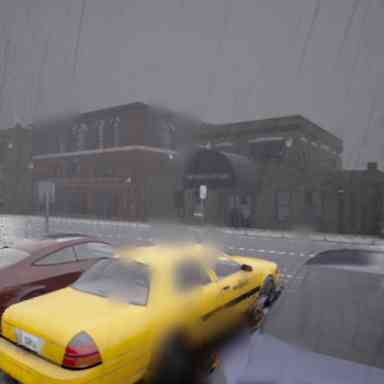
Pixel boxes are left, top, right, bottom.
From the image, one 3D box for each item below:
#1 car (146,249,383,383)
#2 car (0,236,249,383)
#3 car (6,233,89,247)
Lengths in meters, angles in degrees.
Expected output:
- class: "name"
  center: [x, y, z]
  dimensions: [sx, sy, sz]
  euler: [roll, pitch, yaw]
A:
- class: "car"
  center: [1.964, 1.514, 3.710]
  dimensions: [2.163, 1.488, 4.792]
  euler: [-1, 0, 36]
- class: "car"
  center: [-0.177, 1.511, 5.502]
  dimensions: [1.946, 1.575, 5.366]
  euler: [-1, 0, 36]
- class: "car"
  center: [-2.444, 1.582, 6.872]
  dimensions: [2.002, 1.452, 4.674]
  euler: [-1, 0, 36]
